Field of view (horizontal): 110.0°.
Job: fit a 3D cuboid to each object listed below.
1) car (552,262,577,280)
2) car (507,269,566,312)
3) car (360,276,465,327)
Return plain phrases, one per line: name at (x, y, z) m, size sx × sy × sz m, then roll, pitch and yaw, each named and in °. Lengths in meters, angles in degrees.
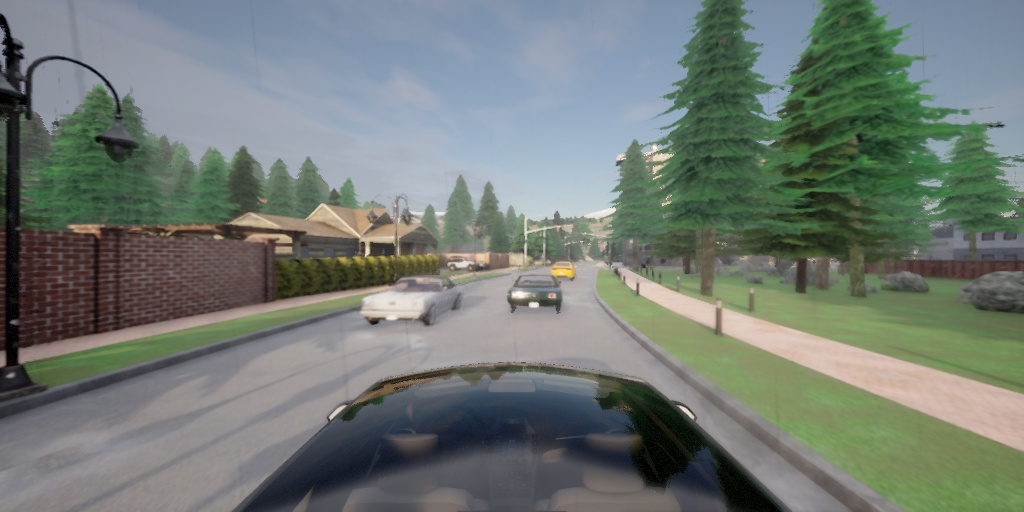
car at (4.604, 1.255, 31.608) m, size 1.882 × 1.535 × 5.008 m, roll 0°, pitch 0°, yaw 13°
car at (1.028, 1.358, 14.237) m, size 1.895 × 1.301 × 4.718 m, roll 0°, pitch 0°, yaw 7°
car at (-2.978, 1.340, 11.725) m, size 1.895 × 1.301 × 4.718 m, roll 0°, pitch 0°, yaw 6°
